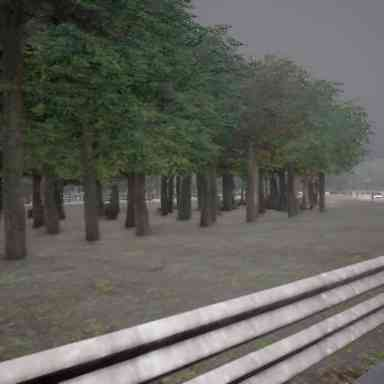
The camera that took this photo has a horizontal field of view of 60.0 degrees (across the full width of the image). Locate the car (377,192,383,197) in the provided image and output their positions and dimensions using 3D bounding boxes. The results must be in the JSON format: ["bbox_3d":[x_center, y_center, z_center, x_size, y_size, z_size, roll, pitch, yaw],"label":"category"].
[{"bbox_3d":[37.560,0.710,65.034,1.812,1.442,4.674,-1,1,18],"label":"car"}]
